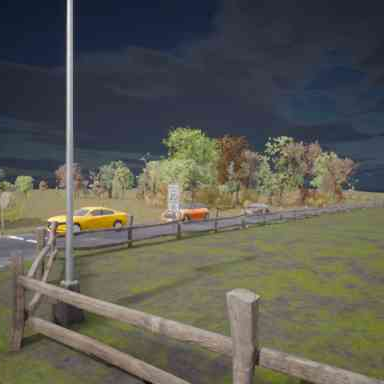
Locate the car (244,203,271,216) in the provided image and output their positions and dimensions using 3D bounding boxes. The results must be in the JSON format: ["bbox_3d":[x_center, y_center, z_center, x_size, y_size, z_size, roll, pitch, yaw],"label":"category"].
[{"bbox_3d":[7.710,2.039,39.218,1.812,1.442,4.674,1,0,36],"label":"car"}]

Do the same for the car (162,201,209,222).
[{"bbox_3d":[-0.464,1.665,27.869,2.097,1.767,4.553,1,0,36],"label":"car"}]

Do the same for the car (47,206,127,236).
[{"bbox_3d":[-6.143,1.651,19.971,1.882,1.535,5.008,1,0,36],"label":"car"}]
